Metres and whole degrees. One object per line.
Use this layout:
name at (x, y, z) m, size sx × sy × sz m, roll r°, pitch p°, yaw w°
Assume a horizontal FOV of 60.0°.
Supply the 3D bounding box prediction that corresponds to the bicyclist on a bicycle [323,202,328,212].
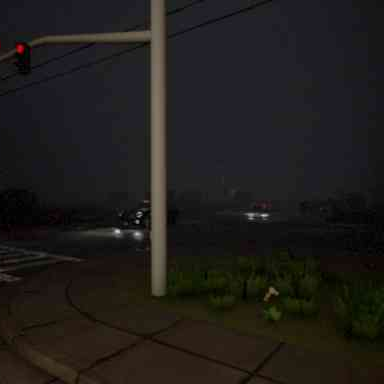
bicyclist on a bicycle at (14.512, 1.390, 34.863) m, size 1.656 × 1.620 × 0.582 m, roll -1°, pitch 0°, yaw -9°

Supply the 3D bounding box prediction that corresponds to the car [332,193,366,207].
car at (20.040, 1.157, 41.885) m, size 1.905 × 1.878 × 3.866 m, roll -6°, pitch -1°, yaw -8°

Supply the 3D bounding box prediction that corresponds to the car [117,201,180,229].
car at (-2.816, 1.405, 22.313) m, size 2.097 × 1.767 × 4.553 m, roll -1°, pitch -1°, yaw 34°

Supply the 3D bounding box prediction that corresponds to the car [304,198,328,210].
car at (15.648, 1.548, 42.756) m, size 1.994 × 1.385 × 4.181 m, roll -1°, pitch -1°, yaw 35°

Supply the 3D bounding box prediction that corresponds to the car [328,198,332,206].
car at (20.438, 1.599, 49.813) m, size 1.994 × 1.385 × 4.181 m, roll 0°, pitch 0°, yaw 35°

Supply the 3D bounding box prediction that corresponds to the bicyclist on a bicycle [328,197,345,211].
bicyclist on a bicycle at (14.956, 1.366, 33.708) m, size 0.582 × 1.620 × 1.656 m, roll -1°, pitch -1°, yaw -32°

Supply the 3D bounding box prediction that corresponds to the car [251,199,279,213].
car at (8.541, 1.527, 38.833) m, size 1.882 × 1.535 × 5.008 m, roll -1°, pitch 0°, yaw 35°

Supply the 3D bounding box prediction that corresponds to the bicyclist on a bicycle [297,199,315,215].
bicyclist on a bicycle at (11.016, 1.474, 32.215) m, size 1.656 × 1.620 × 0.582 m, roll 0°, pitch 0°, yaw 21°
